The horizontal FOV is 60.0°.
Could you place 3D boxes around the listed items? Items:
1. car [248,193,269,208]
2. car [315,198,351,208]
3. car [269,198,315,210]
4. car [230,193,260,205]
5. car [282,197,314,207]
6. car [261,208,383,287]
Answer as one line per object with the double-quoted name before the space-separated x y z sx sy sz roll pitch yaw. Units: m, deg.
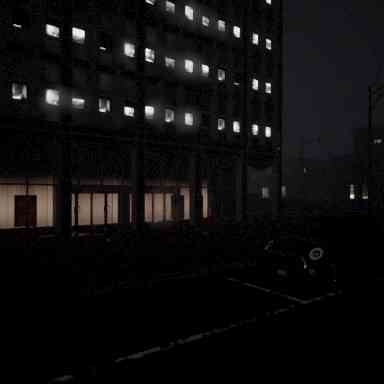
"car" 8.544 1.166 43.717 2.192 1.841 5.009 1 0 -35
"car" 18.489 1.445 44.069 1.752 1.417 4.829 1 0 -35
"car" 11.692 1.426 39.163 2.008 1.369 4.403 1 0 -35
"car" 9.137 1.167 57.590 2.192 1.841 5.009 1 0 -35
"car" 15.435 1.479 48.483 1.802 1.307 4.206 1 0 -35
"car" 3.820 1.440 9.288 4.097 1.590 1.967 0 0 -36
